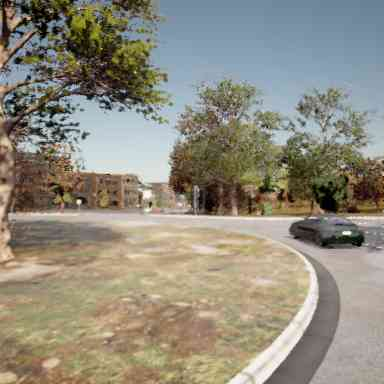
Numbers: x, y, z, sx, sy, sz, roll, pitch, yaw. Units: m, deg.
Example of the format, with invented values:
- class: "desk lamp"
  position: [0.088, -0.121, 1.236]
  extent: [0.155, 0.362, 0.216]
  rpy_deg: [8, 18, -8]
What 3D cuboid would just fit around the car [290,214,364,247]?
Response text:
- class: "car"
  position: [6.371, 1.744, 16.182]
  extent: [1.994, 1.385, 4.181]
  rpy_deg: [0, -1, -7]
